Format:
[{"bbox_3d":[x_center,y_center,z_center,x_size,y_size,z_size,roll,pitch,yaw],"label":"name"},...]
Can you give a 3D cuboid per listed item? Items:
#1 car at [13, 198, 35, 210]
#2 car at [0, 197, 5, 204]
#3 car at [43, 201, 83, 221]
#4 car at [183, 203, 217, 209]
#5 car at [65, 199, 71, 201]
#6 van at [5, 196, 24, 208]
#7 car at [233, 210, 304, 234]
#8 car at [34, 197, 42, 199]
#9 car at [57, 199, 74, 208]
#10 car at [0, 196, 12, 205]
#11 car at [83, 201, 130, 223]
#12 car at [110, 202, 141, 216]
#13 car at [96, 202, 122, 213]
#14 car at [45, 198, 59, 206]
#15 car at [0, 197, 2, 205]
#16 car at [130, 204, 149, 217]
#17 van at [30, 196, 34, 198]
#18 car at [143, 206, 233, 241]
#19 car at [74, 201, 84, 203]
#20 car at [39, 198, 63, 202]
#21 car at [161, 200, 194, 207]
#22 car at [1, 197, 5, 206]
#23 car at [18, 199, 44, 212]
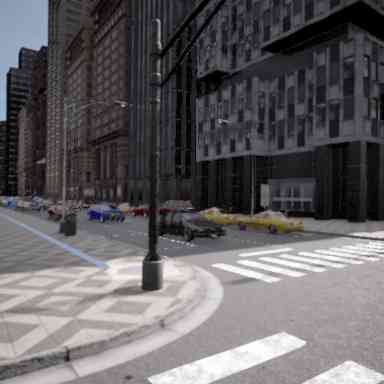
[{"bbox_3d":[-24.438,1.984,48.470,1.802,1.307,4.206,1,-1,-35],"label":"car"},{"bbox_3d":[-46.704,2.096,80.750,1.967,1.590,4.097,1,-1,-35],"label":"car"},{"bbox_3d":[-11.714,1.807,30.026,1.887,1.381,4.507,1,-1,-35],"label":"car"},{"bbox_3d":[1.558,1.850,25.798,1.752,1.417,4.829,1,-1,-35],"label":"car"},{"bbox_3d":[-20.612,2.150,57.934,1.802,1.307,4.206,1,-1,-35],"label":"car"},{"bbox_3d":[-30.799,1.815,57.696,1.690,1.788,3.998,1,-1,-35],"label":"van"},{"bbox_3d":[4.739,1.816,21.187,1.752,1.417,4.829,1,-1,-35],"label":"car"},{"bbox_3d":[-36.612,2.276,81.129,1.752,1.417,4.829,1,-1,-35],"label":"car"},{"bbox_3d":[-23.791,2.044,62.546,1.967,1.590,4.097,1,-1,-35],"label":"car"},{"bbox_3d":[-40.342,1.897,71.530,2.192,1.841,5.009,1,-1,-35],"label":"car"},{"bbox_3d":[-7.382,1.757,28.443,1.882,1.535,5.008,1,0,-34],"label":"car"},{"bbox_3d":[-7.985,1.954,39.631,1.752,1.417,4.829,1,-1,-35],"label":"car"},{"bbox_3d":[-11.069,2.013,44.102,2.008,1.369,4.403,1,-1,-35],"label":"car"},{"bbox_3d":[-30.152,2.117,71.768,1.967,1.590,4.097,1,-1,-35],"label":"car"},{"bbox_3d":[-37.162,2.128,66.915,1.802,1.307,4.206,1,-1,-35],"label":"car"},{"bbox_3d":[-4.707,1.937,34.880,1.887,1.381,4.507,1,-1,-35],"label":"car"},{"bbox_3d":[-39.695,2.128,85.602,1.690,1.788,3.998,1,-1,-35],"label":"van"},{"bbox_3d":[-0.410,1.751,18.330,2.033,1.411,5.357,1,-1,-35],"label":"car"},{"bbox_3d":[-17.430,2.098,53.323,1.947,1.339,4.313,1,-1,-35],"label":"car"},{"bbox_3d":[-19.480,1.927,46.144,1.837,1.490,4.892,1,-1,-34],"label":"car"},{"bbox_3d":[-1.525,1.673,30.271,2.192,1.841,5.009,1,-1,-35],"label":"car"},{"bbox_3d":[-33.884,2.034,62.165,1.752,1.417,4.829,1,-1,-35],"label":"car"},{"bbox_3d":[-21.257,1.948,43.859,1.802,1.307,4.206,1,-1,-35],"label":"car"}]
